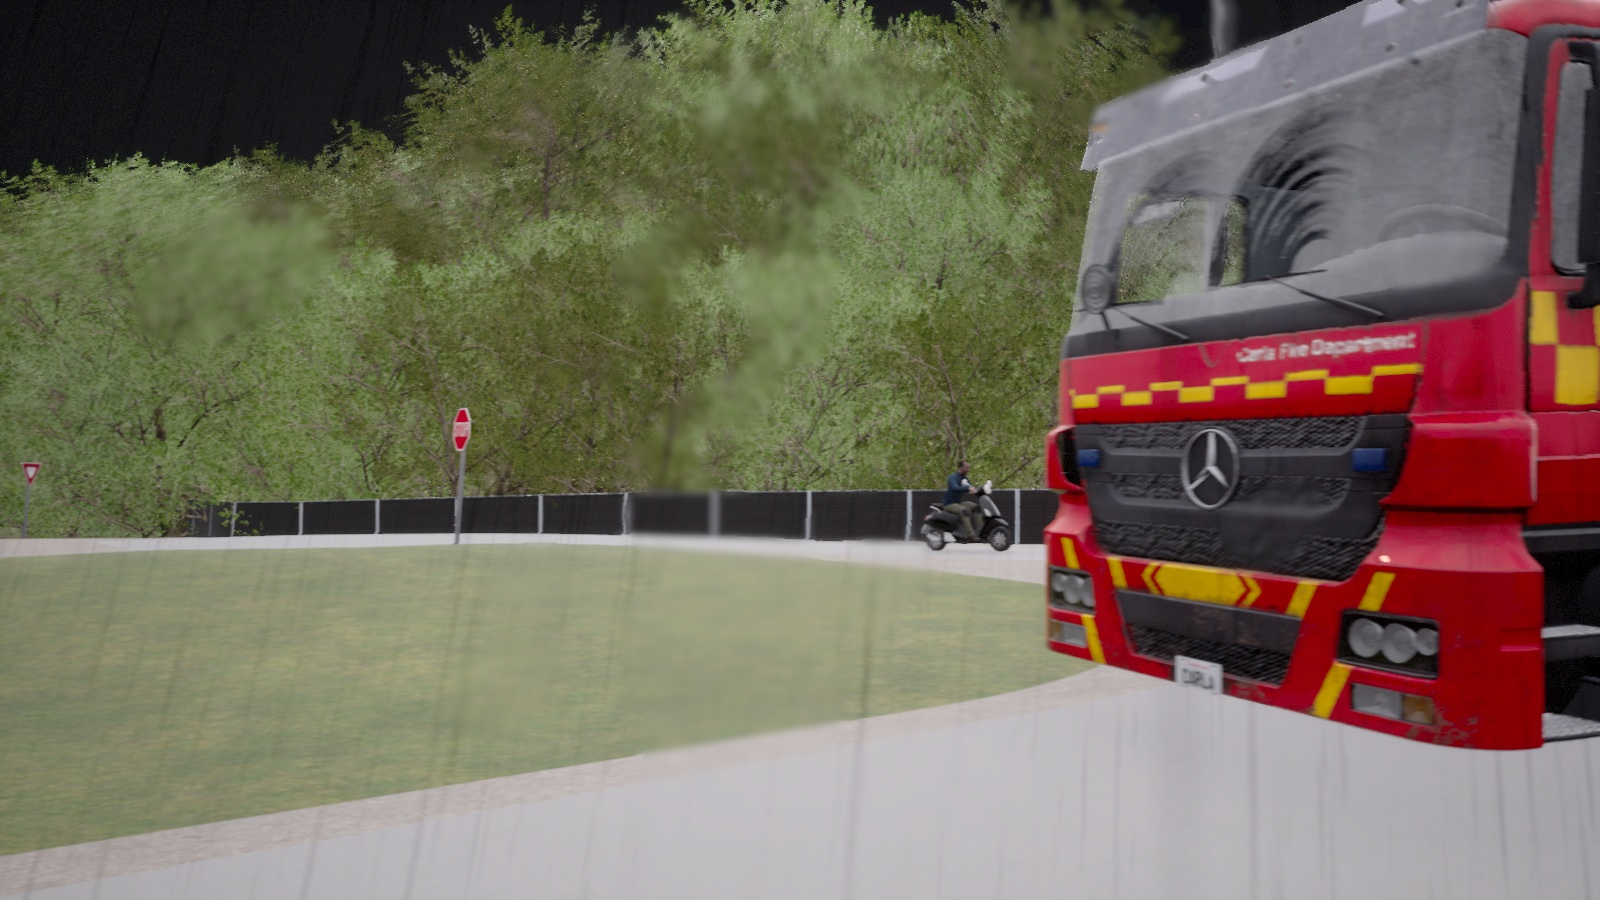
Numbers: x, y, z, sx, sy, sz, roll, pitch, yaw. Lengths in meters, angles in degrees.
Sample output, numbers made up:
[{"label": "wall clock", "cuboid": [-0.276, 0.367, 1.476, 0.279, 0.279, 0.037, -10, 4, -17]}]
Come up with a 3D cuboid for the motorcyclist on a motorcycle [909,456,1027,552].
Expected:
[{"label": "motorcyclist on a motorcycle", "cuboid": [2.893, 0.956, 21.723, 1.817, 1.590, 0.866, -4, -5, 41]}]

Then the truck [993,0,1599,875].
[{"label": "truck", "cuboid": [5.560, -0.451, 7.427, 8.468, 3.827, 2.891, -1, 0, -24]}]
